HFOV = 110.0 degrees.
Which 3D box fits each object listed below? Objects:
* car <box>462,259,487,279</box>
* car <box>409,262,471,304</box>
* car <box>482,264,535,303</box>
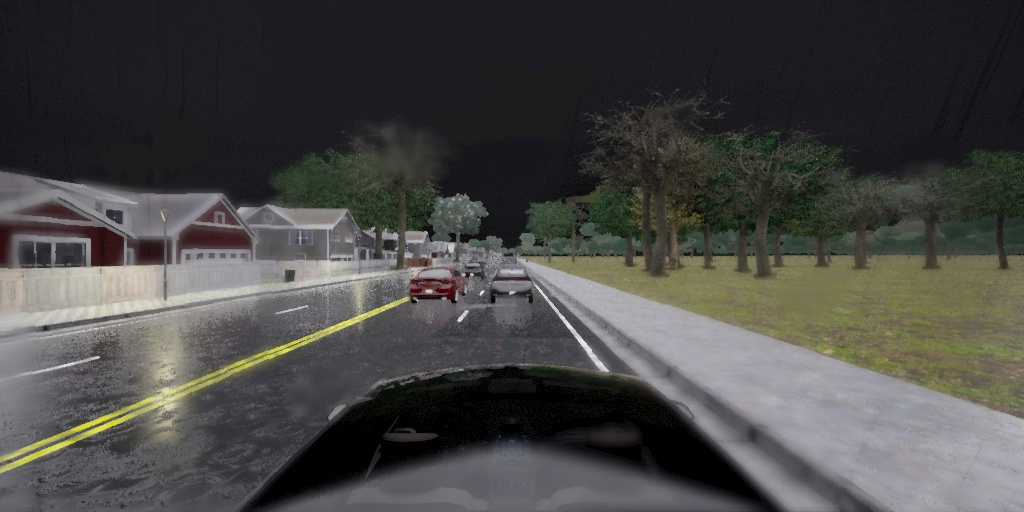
[{"bbox_3d":[-3.250,1.262,31.500,1.837,1.490,4.892,0,0,0],"label":"car"},{"bbox_3d":[-3.250,1.233,16.501,1.882,1.535,5.008,0,0,0],"label":"car"},{"bbox_3d":[0.000,1.243,16.500,2.128,1.511,4.902,0,0,0],"label":"car"}]
